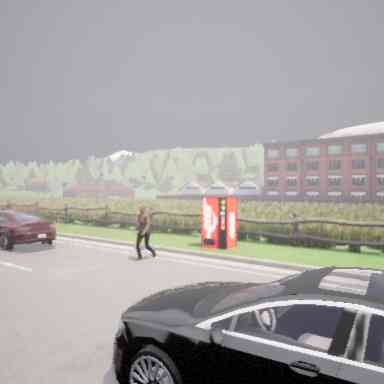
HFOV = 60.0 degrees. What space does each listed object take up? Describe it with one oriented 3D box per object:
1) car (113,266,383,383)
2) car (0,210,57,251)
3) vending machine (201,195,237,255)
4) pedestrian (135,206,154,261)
[{"bbox_3d":[1.342,1.490,3.038,4.902,1.511,2.128,0,0,36],"label":"car"},{"bbox_3d":[-7.473,1.470,13.823,4.674,1.442,1.812,0,0,36],"label":"car"},{"bbox_3d":[1.027,1.170,12.519,0.880,2.100,1.100,0,0,36],"label":"vending machine"},{"bbox_3d":[-1.578,1.264,10.741,0.375,1.860,0.375,0,0,36],"label":"pedestrian"}]
